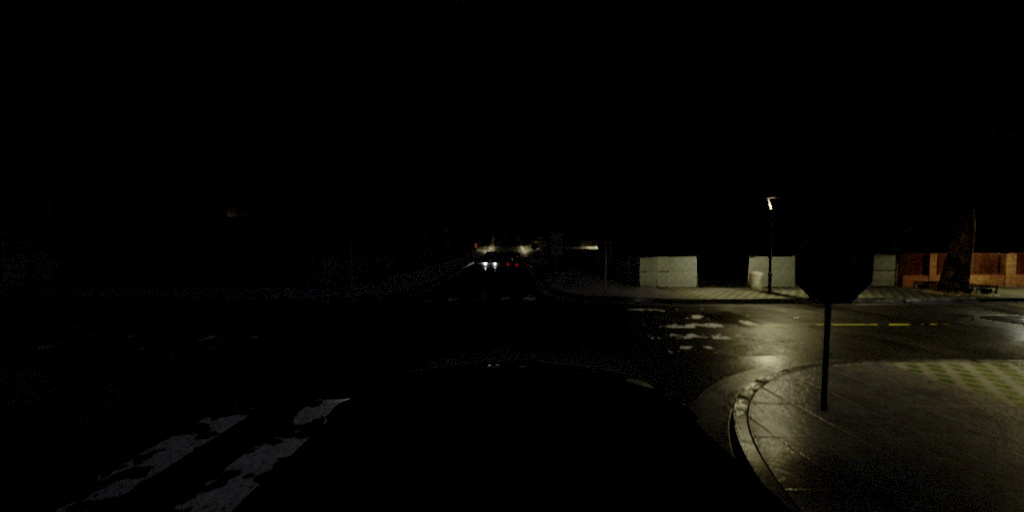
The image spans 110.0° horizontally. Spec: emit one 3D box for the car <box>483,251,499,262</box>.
[{"bbox_3d":[-2.722,0.010,47.420,2.033,1.411,5.357,0,2,0],"label":"car"}]

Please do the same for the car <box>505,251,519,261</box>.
[{"bbox_3d":[0.037,0.025,48.412,1.895,1.301,4.718,0,2,0],"label":"car"}]
